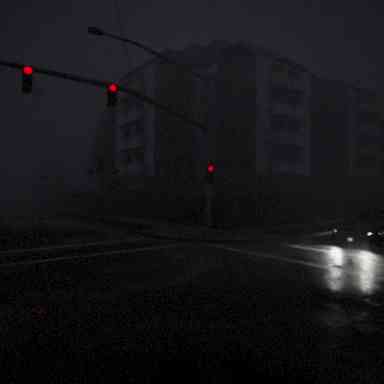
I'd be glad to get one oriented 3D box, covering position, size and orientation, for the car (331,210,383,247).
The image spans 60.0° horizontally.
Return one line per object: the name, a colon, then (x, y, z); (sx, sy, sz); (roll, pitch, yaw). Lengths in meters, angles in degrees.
car: (8.474, 1.534, 15.144); (5.357, 1.411, 2.033); (0, 0, -39)
